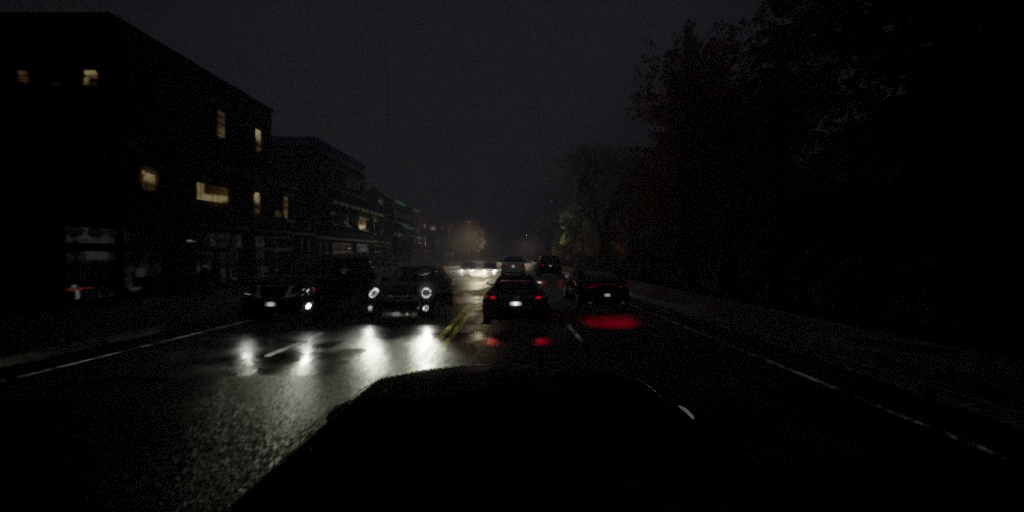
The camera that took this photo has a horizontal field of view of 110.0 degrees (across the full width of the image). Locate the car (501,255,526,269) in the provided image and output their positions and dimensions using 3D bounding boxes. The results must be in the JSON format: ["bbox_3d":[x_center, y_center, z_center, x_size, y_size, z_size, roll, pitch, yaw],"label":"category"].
[{"bbox_3d":[0.110,0.954,33.785,2.150,2.045,5.566,0,0,0],"label":"car"}]

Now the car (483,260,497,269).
[{"bbox_3d":[-3.301,1.321,53.752,1.895,1.301,4.718,0,0,0],"label":"car"}]

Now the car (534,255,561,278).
[{"bbox_3d":[3.362,0.954,33.792,2.150,2.045,5.566,0,0,0],"label":"car"}]

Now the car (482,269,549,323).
[{"bbox_3d":[0.104,1.308,12.049,1.994,1.385,4.181,0,0,0],"label":"car"}]

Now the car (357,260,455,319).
[{"bbox_3d":[-3.346,1.096,12.611,2.097,1.767,4.553,0,0,0],"label":"car"}]

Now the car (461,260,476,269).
[{"bbox_3d":[-6.542,1.321,54.017,1.895,1.301,4.718,0,0,0],"label":"car"}]

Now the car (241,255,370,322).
[{"bbox_3d":[-6.597,0.966,12.558,2.150,2.045,5.566,0,0,0],"label":"car"}]

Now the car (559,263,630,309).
[{"bbox_3d":[3.355,1.220,15.050,1.882,1.535,5.008,0,0,0],"label":"car"}]
